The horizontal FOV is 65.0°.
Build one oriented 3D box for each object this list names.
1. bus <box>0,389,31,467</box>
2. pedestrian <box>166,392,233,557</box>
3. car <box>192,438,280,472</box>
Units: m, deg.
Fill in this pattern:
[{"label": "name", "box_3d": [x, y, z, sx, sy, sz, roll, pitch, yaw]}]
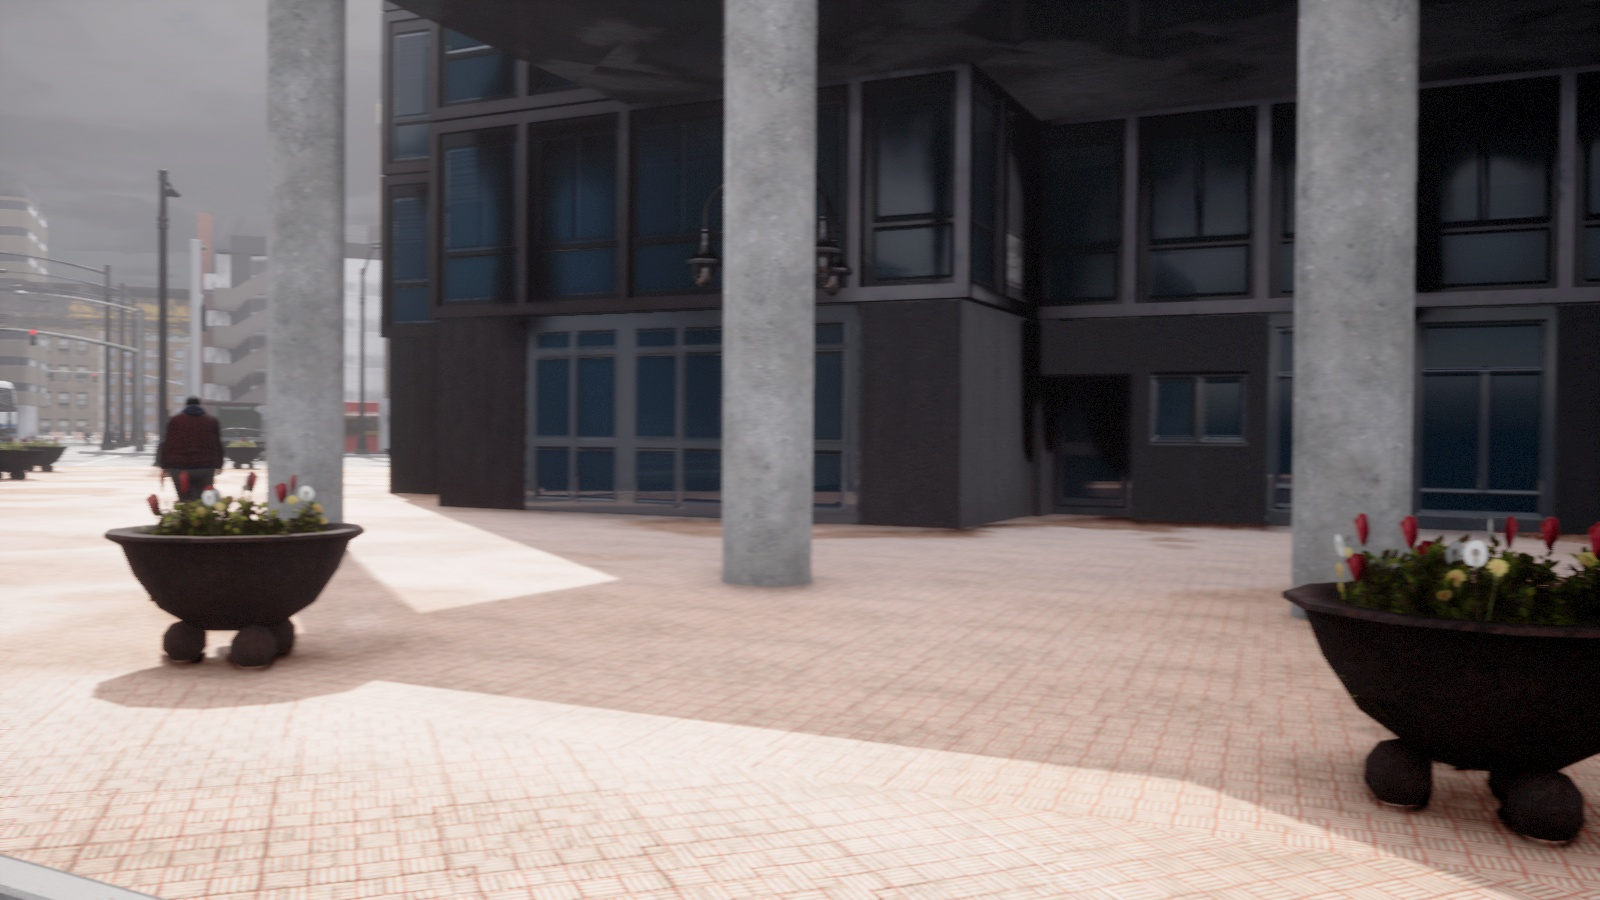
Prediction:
[{"label": "bus", "box_3d": [-47.276, -1.221, 72.052, 3.944, 4.253, 10.273, -1, 1, -24]}, {"label": "pedestrian", "box_3d": [-6.965, 0.268, 14.599, 0.634, 1.844, 0.899, -1, 1, -23]}, {"label": "car", "box_3d": [-26.503, 0.206, 59.047, 3.705, 1.549, 1.789, 0, 1, -24]}]
